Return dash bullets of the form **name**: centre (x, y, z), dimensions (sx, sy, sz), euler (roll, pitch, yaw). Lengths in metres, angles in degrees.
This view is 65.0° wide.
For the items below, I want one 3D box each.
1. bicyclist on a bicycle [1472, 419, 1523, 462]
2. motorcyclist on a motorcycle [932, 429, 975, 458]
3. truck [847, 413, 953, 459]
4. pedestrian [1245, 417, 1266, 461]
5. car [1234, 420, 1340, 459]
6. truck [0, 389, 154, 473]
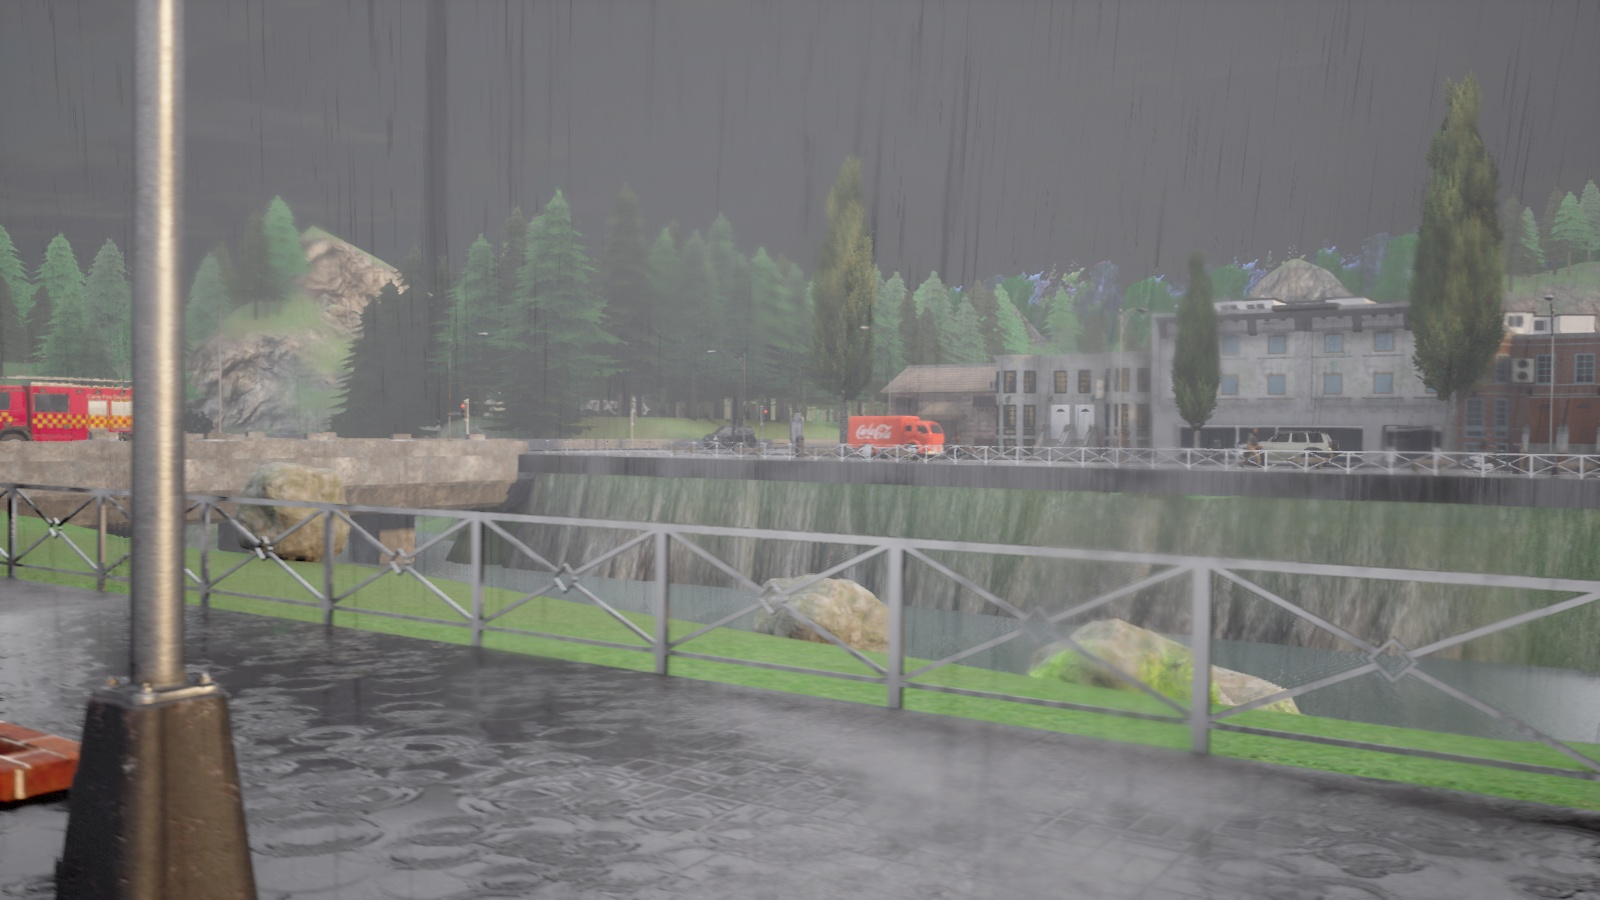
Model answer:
- **bicyclist on a bicycle**: centre (29.789, -0.400, 53.651), dimensions (1.843, 1.776, 0.659), euler (0, 1, 34)
- **motorcyclist on a motorcycle**: centre (8.829, -0.386, 72.366), dimensions (2.350, 1.649, 0.766), euler (0, 1, 34)
- **truck**: centre (5.549, -0.757, 69.734), dimensions (5.204, 2.467, 2.627), euler (0, 1, 33)
- **pedestrian**: centre (19.261, -0.458, 53.127), dimensions (0.694, 1.848, 0.540), euler (0, 1, 36)
- **car**: centre (24.113, -0.520, 62.215), dimensions (4.605, 1.855, 1.932), euler (0, 1, 34)
- **truck**: centre (-36.045, -0.931, 60.384), dimensions (2.891, 3.827, 8.468), euler (0, 1, 34)
